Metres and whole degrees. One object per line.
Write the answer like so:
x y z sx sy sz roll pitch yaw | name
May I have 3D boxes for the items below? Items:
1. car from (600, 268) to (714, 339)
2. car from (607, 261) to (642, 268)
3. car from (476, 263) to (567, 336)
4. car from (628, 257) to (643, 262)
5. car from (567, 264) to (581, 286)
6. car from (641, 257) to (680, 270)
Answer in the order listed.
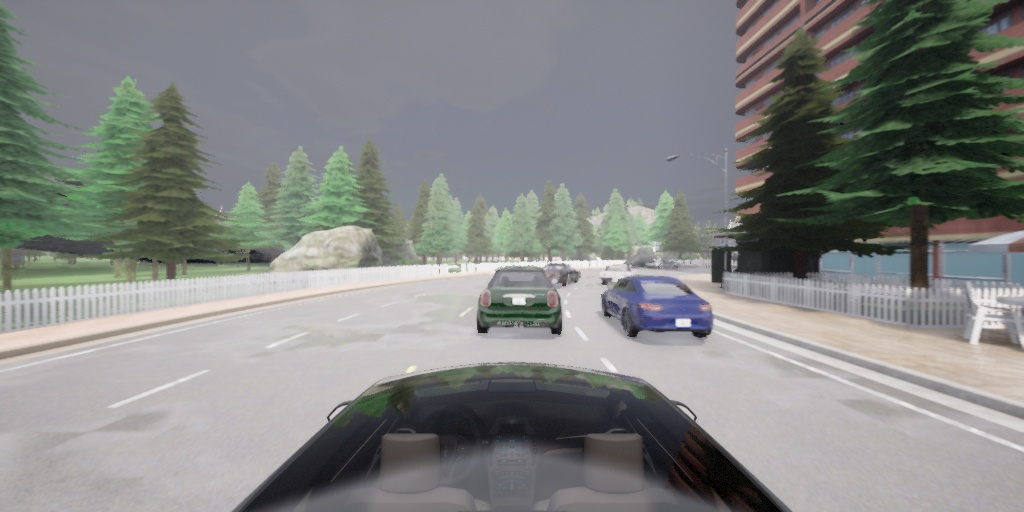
3.735 1.234 9.869 1.812 1.442 4.674 0 0 3 | car
7.523 1.232 24.854 1.895 1.301 4.718 0 0 26 | car
0.291 1.056 10.482 2.097 1.767 4.553 0 0 4 | car
17.425 0.856 49.302 4.553 1.767 2.097 0 0 -27 | car
3.134 1.184 23.747 2.033 1.411 5.357 0 0 23 | car
19.507 1.121 46.514 4.718 1.301 1.895 0 0 -27 | car
